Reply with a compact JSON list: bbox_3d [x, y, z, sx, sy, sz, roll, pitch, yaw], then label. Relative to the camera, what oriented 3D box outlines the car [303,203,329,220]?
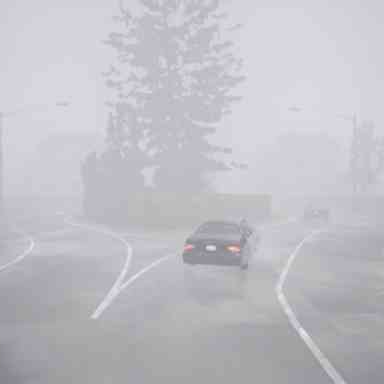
[{"bbox_3d":[10.500,1.597,28.308,1.994,1.385,4.181,0,0,19],"label":"car"}]

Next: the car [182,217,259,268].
[{"bbox_3d":[1.201,1.561,11.396,2.033,1.411,5.357,0,0,16],"label":"car"}]
